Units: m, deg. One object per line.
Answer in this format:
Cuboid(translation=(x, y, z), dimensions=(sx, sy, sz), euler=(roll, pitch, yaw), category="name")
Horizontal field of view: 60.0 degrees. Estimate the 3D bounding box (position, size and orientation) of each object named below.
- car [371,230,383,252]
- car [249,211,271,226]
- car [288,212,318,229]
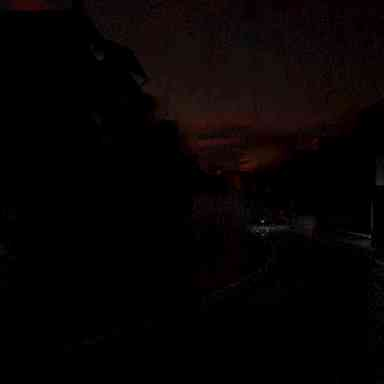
Cuboid(translation=(8.438, 1.848, 12.688), dimensions=(1.895, 1.301, 4.718), euler=(-1, -3, 13), category="car")
Cuboid(translation=(7.349, 2.854, 36.206), dimensions=(2.128, 1.511, 4.902), euler=(0, -2, 4), category="car")
Cuboid(translation=(10.128, 2.569, 30.676), dimensions=(1.837, 1.490, 4.892), euler=(-1, -1, 4), category="car")
